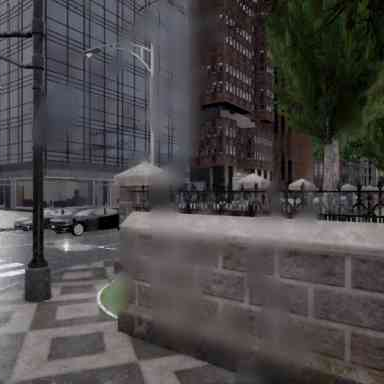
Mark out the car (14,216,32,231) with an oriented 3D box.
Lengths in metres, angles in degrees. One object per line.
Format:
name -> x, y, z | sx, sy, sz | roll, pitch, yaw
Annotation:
car -> -8.410, 1.631, 20.194 | 2.008, 1.369, 4.403 | 0, -1, 36

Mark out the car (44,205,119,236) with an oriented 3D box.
car -> -5.750, 1.563, 19.318 | 1.882, 1.535, 5.008 | 0, 0, 36
